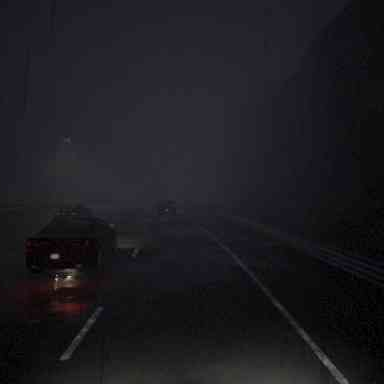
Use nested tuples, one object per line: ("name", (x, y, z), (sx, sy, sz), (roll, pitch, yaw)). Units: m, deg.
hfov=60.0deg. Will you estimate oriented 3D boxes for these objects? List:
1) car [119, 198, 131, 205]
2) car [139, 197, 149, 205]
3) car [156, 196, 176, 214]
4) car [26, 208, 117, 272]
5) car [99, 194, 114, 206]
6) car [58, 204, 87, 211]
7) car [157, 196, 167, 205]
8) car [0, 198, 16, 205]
("car", (-12.861, 1.815, 64.319), (1.895, 1.301, 4.718), (-1, 0, -6))
("car", (-9.375, 1.666, 64.834), (1.837, 1.490, 4.892), (-1, 0, -6))
("car", (-2.792, 1.556, 36.035), (1.837, 1.490, 4.892), (-1, 0, -7))
("car", (-3.755, 1.538, 11.171), (1.882, 1.535, 5.008), (-1, 0, -4))
("car", (-16.303, 1.490, 63.738), (2.150, 2.045, 5.566), (-1, 0, -6))
("car", (-8.419, 1.627, 23.866), (2.128, 1.511, 4.902), (-1, 0, -7))
("car", (-5.893, 1.584, 65.170), (1.882, 1.535, 5.008), (-1, 0, -6))
("car", (-29.251, 1.598, 51.788), (1.882, 1.535, 5.008), (-1, 0, -6))
